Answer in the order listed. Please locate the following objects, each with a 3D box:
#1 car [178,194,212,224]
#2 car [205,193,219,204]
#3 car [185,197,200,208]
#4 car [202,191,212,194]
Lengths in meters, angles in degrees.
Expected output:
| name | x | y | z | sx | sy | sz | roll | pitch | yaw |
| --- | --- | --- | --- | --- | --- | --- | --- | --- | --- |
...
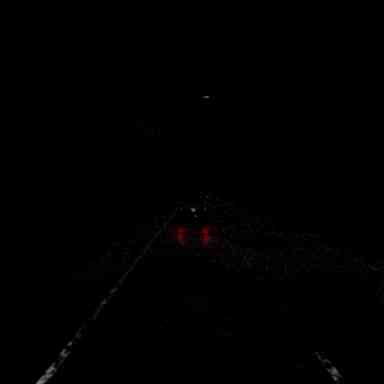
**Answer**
| name | x | y | z | sx | sy | sz | roll | pitch | yaw |
| --- | --- | --- | --- | --- | --- | --- | --- | --- | --- |
| car | 0.090 | 1.231 | 24.004 | 2.097 | 1.767 | 4.553 | 0 | 0 | 0 |
| car | 3.577 | 1.280 | 56.796 | 1.994 | 1.385 | 4.181 | 0 | 0 | 0 |
| car | 0.080 | 1.382 | 43.574 | 1.895 | 1.301 | 4.718 | 0 | 0 | 0 |
| car | 3.470 | 0.860 | 73.660 | 2.150 | 2.045 | 5.566 | 0 | 0 | 0 |
